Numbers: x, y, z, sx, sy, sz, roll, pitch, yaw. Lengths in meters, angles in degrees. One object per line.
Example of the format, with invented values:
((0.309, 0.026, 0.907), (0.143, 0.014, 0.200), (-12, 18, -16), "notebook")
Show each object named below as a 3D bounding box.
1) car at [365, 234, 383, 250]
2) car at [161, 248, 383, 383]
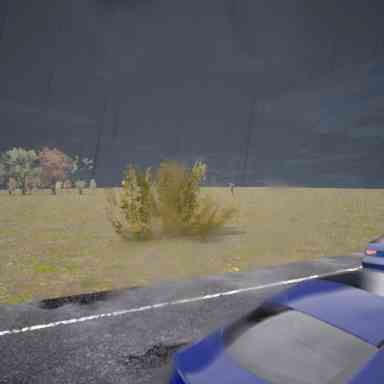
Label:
((6.708, 1.549, 9.441), (5.357, 1.411, 2.033), (0, 0, -41), "car")
((1.938, 1.526, 3.124), (4.674, 1.442, 1.812), (0, 0, -29), "car")
